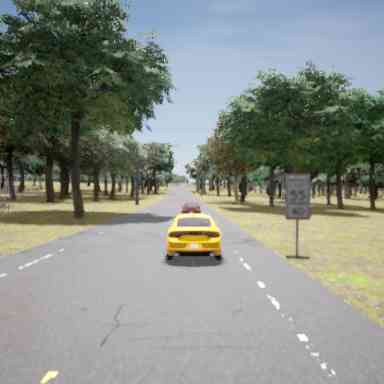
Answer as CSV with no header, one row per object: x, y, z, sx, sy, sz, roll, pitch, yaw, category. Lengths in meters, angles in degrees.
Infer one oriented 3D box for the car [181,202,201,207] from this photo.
-0.077,1.723,32.736,1.812,1.442,4.674,0,0,-1,car

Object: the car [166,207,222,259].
0.063,1.585,13.041,1.882,1.535,5.008,0,0,0,car
